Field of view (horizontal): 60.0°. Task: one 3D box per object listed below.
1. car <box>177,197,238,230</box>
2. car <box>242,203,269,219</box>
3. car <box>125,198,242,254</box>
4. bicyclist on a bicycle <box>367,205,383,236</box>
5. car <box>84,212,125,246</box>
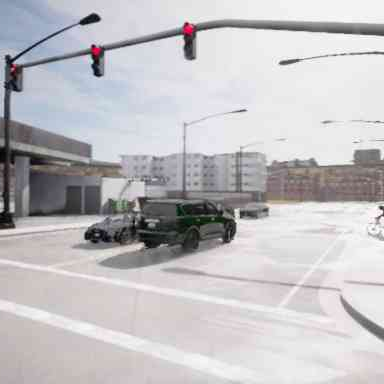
[{"bbox_3d":[1.308,1.440,24.251,2.150,2.045,5.566,0,-1,29],"label":"car"},{"bbox_3d":[6.245,1.807,33.229,1.882,1.535,5.008,0,-1,29],"label":"car"},{"bbox_3d":[-0.056,1.348,14.555,2.150,2.045,5.566,0,-1,32],"label":"car"},{"bbox_3d":[10.040,1.524,17.334,1.656,1.620,0.582,0,-1,29],"label":"bicyclist on a bicycle"},{"bbox_3d":[-3.142,1.682,16.093,1.994,1.385,4.181,0,-1,29],"label":"car"}]
